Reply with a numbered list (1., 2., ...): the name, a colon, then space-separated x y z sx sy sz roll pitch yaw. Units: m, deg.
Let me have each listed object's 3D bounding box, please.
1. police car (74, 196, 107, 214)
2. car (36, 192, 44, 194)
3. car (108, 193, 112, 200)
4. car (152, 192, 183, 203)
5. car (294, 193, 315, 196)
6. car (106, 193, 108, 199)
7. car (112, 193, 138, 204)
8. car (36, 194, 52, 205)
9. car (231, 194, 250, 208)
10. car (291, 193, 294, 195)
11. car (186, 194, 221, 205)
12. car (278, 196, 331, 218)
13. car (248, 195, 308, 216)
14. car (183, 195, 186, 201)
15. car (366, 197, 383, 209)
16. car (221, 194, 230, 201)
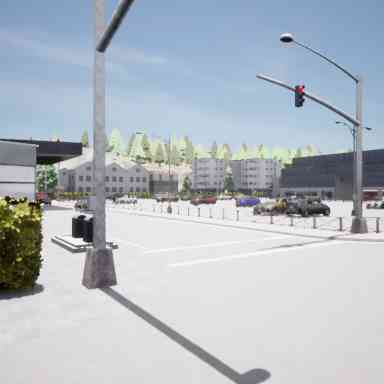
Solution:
1. police car: -11.389 1.425 36.292 1.930 1.638 5.238 0 0 -35
2. car: -35.446 1.034 73.698 2.150 2.045 5.566 0 0 39
3. car: -13.030 1.077 62.039 3.866 1.878 1.905 0 0 -35
4. car: -4.698 1.097 63.853 4.605 1.855 1.932 0 0 -35
5. car: 20.681 1.097 58.608 4.605 1.855 1.932 0 0 -35
6. car: -21.787 1.164 83.506 4.553 1.767 2.097 0 0 -35
7. car: -11.626 1.361 58.964 3.806 1.475 1.970 0 0 -35
8. car: -25.230 1.491 56.513 2.128 1.511 4.902 0 0 -35
9. car: 7.546 1.320 45.021 3.633 1.501 1.845 0 0 -35
10. car: 18.678 1.077 60.753 3.866 1.878 1.905 0 0 -35
11. car: 1.855 1.298 53.236 4.514 1.523 2.007 0 0 -35
12. car: 9.883 1.340 28.375 4.514 1.523 2.007 0 0 -35
13. car: 8.043 1.330 30.916 5.027 1.636 2.152 0 0 -35
14. car: -0.470 1.298 75.277 4.514 1.523 2.007 0 0 -35
15. car: 23.426 1.384 41.489 3.806 1.475 1.970 0 0 -35
16. car: 7.406 1.232 76.314 3.806 1.475 1.970 0 0 -35
